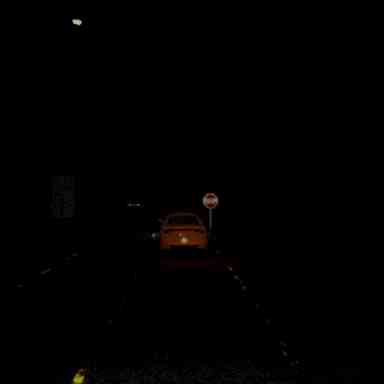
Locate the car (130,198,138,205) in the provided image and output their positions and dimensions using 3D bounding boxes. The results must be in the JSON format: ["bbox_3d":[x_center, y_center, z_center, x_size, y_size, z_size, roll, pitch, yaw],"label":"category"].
[{"bbox_3d":[-14.486,2.268,83.144,2.097,1.767,4.553,0,-1,-10],"label":"car"}]

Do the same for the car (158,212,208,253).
[{"bbox_3d":[-0.449,1.627,14.577,1.882,1.535,5.008,0,0,-4],"label":"car"}]
